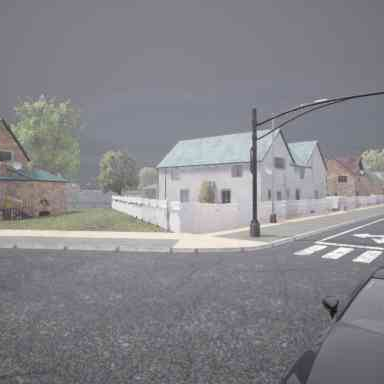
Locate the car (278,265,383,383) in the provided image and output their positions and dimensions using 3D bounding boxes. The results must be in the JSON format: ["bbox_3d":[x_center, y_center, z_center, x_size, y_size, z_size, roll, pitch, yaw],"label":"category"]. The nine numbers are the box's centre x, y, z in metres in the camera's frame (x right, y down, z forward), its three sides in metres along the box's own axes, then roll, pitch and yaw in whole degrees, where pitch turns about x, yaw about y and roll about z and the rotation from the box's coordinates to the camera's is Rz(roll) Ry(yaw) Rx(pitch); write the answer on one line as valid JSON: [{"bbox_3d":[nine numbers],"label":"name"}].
[{"bbox_3d":[2.520,1.524,3.395,1.812,1.442,4.674,0,0,42],"label":"car"}]
